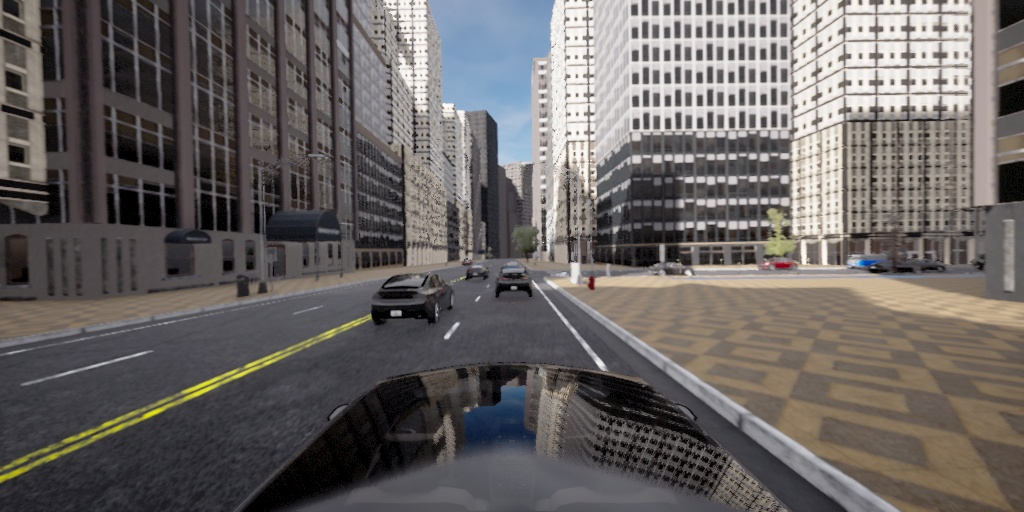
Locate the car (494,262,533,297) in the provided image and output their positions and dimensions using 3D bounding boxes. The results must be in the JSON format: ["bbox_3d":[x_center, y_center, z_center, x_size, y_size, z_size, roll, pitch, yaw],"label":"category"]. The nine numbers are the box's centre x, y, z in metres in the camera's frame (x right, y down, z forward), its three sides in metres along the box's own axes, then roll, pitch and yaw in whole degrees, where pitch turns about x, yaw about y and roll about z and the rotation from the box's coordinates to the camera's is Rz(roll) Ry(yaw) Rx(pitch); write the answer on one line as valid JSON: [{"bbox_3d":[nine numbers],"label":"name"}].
[{"bbox_3d":[0.087,1.264,19.267,1.837,1.490,4.892,-1,0,0],"label":"car"}]

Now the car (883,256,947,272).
[{"bbox_3d":[44.010,0.994,38.876,4.902,1.511,2.128,0,1,0],"label":"car"}]

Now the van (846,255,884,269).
[{"bbox_3d":[44.051,0.754,44.621,3.998,1.789,1.690,0,0,-1],"label":"van"}]

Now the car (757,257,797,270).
[{"bbox_3d":[32.769,0.942,44.490,4.097,1.591,1.967,0,0,-1],"label":"car"}]

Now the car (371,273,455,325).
[{"bbox_3d":[-3.166,1.318,12.212,1.837,1.490,4.892,-1,0,0],"label":"car"}]

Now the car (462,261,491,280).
[{"bbox_3d":[-3.141,1.419,33.033,1.812,1.442,4.674,-1,-1,0],"label":"car"}]

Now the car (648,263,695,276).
[{"bbox_3d":[15.935,1.316,35.787,4.403,1.370,2.007,0,0,-1],"label":"car"}]

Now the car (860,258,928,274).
[{"bbox_3d":[38.500,1.153,36.176,4.313,1.339,1.948,0,0,-1],"label":"car"}]
